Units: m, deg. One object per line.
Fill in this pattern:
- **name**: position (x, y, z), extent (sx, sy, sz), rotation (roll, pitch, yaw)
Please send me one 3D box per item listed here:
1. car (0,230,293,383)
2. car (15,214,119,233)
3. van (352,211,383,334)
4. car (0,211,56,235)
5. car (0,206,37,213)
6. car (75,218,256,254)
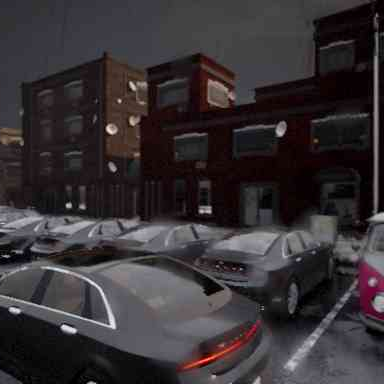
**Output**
- **car**: position (-1.425, 1.534, 4.388), extent (4.892, 1.490, 1.837), rotation (-1, 0, 35)
- **car**: position (-2.629, 1.551, 10.805), extent (2.231, 1.521, 4.892), rotation (-1, 0, 35)
- **van**: position (4.147, 1.253, 5.853), extent (1.878, 1.987, 4.442), rotation (-1, 0, 35)
- **car**: position (-4.876, 1.578, 12.402), extent (2.231, 1.521, 4.892), rotation (-1, 0, 35)
- **car**: position (-7.139, 1.477, 13.980), extent (2.185, 1.767, 4.553), rotation (-1, 0, 35)
- **car**: position (-0.382, 1.527, 9.208), extent (2.231, 1.521, 4.892), rotation (-1, 0, 35)
